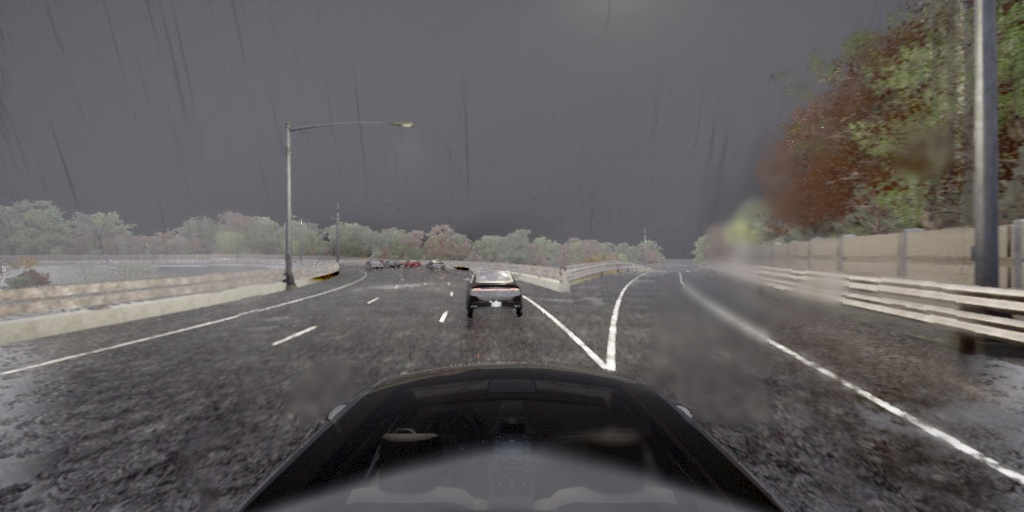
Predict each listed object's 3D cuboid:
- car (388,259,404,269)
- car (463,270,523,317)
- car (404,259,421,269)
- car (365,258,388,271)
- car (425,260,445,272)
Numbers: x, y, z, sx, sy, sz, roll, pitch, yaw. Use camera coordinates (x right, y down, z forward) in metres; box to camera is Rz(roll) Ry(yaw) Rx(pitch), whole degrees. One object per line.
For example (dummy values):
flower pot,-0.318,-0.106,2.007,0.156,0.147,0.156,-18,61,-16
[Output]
car,-19.683,1.369,58.579,1.837,1.490,4.892,0,0,-34
car,-0.748,1.244,13.282,2.128,1.511,4.902,0,0,-6
car,-16.968,1.327,60.809,1.882,1.535,5.008,0,0,-34
car,-20.065,1.414,52.269,2.033,1.411,5.357,0,0,-31
car,-10.377,1.304,48.286,2.128,1.511,4.902,0,0,-25
